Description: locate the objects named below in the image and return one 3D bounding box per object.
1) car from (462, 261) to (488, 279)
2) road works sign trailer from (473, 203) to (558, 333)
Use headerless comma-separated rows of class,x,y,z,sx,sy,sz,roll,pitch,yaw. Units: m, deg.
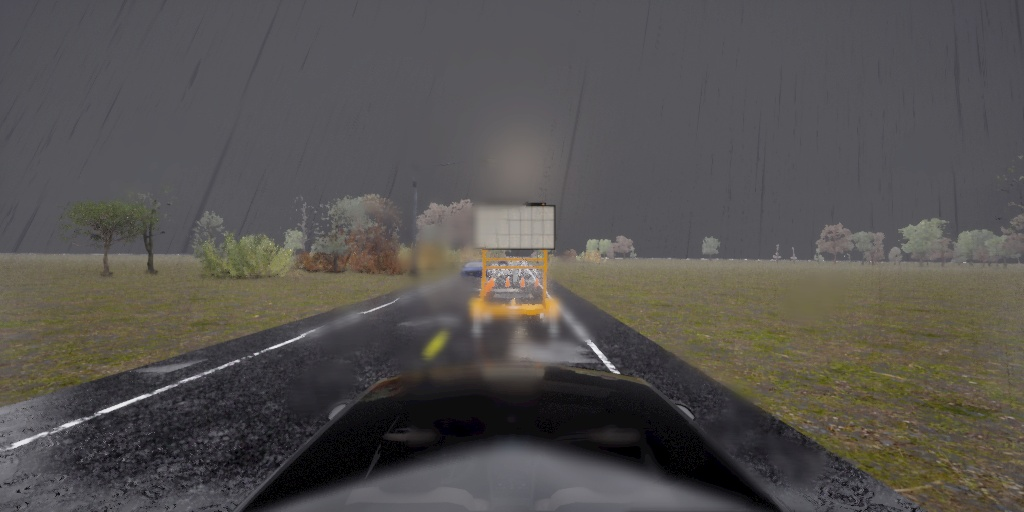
car,-3.289,1.244,32.450,1.882,1.535,5.008,0,0,1
road works sign trailer,0.087,0.218,10.749,2.380,3.560,2.880,0,0,0
